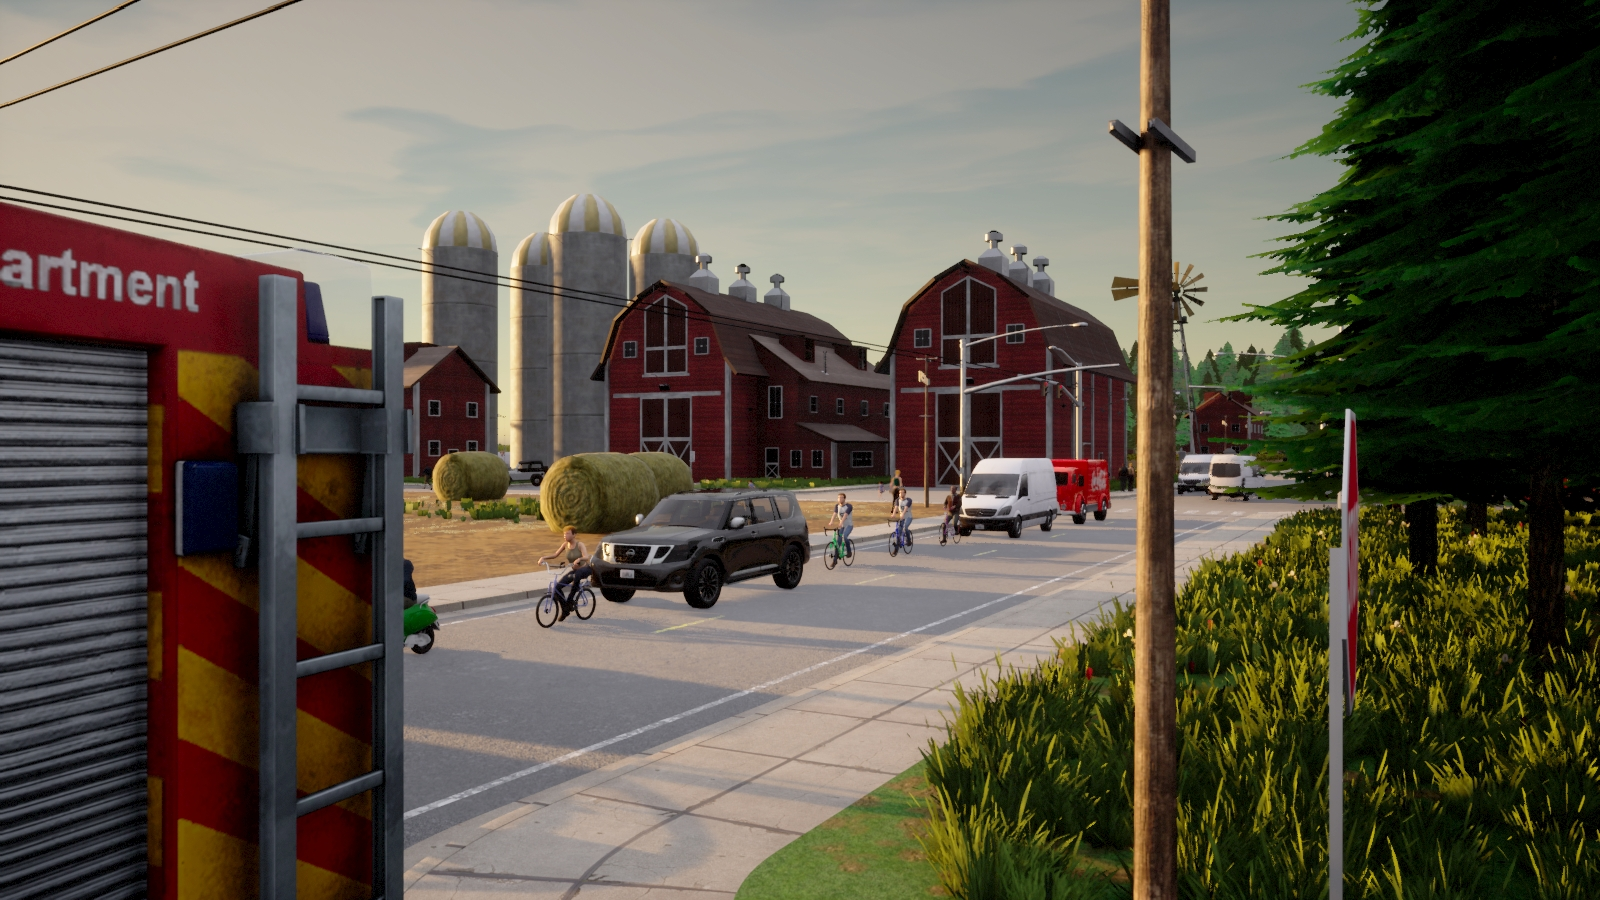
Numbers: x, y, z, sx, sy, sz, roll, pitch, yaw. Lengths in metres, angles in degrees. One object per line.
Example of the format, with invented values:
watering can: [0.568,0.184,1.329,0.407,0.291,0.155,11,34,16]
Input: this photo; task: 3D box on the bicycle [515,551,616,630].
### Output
bicycle: [-3.795,2.256,18.603,0.859,1.080,1.487,0,0,28]

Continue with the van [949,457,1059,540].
van: [7.076,1.534,38.960,1.988,2.561,5.915,0,0,28]

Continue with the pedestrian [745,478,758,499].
pedestrian: [-2.569,2.052,60.838,0.500,1.100,0.500,0,0,40]

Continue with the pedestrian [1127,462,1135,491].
pedestrian: [21.393,1.694,73.857,0.375,1.860,0.375,0,0,34]

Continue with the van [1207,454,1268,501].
van: [25.072,1.530,65.343,1.988,2.561,5.915,0,0,34]

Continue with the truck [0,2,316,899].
truck: [-6.011,0.867,3.743,8.468,3.827,2.891,0,0,20]

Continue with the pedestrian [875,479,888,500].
pedestrian: [4.248,2.051,59.289,0.500,1.100,0.500,0,0,32]

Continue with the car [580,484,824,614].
car: [-1.722,1.779,22.449,2.150,2.045,5.566,0,0,27]

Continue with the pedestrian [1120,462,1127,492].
pedestrian: [20.508,1.695,72.471,0.375,1.860,0.375,0,0,22]

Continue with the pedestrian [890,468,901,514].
pedestrian: [3.928,1.679,46.955,0.375,1.860,0.375,0,0,22]

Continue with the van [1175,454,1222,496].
van: [25.690,1.534,73.536,1.988,2.561,5.915,0,0,28]

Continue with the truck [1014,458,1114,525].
truck: [10.572,1.568,45.383,2.627,2.467,5.204,0,0,28]

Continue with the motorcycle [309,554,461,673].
motorcycle: [-5.533,2.142,15.333,0.856,1.316,1.805,0,0,28]

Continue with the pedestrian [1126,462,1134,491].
pedestrian: [21.040,1.696,72.813,0.375,1.860,0.375,0,0,37]

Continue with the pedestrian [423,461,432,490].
pedestrian: [-24.339,1.670,74.662,0.375,1.860,0.375,0,0,27]
